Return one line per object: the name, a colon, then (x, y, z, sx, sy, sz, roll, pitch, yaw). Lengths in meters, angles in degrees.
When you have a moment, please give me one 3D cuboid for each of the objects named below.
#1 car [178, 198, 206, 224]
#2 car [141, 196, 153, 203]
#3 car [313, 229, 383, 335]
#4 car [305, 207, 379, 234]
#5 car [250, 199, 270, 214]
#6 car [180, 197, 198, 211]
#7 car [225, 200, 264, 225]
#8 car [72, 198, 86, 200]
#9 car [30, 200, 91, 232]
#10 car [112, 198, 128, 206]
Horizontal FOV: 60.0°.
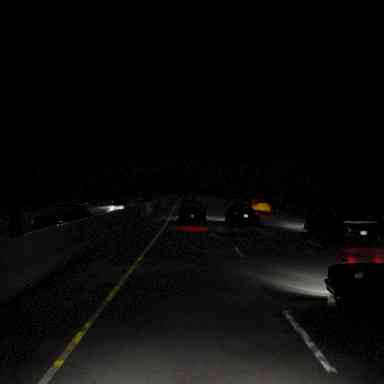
car: (-0.032, 1.450, 24.539, 1.882, 1.535, 5.008, 0, 0, -1)
car: (-8.163, 1.481, 61.059, 2.033, 1.411, 5.357, 0, 0, -1)
car: (3.601, 1.542, 4.287, 2.033, 1.411, 5.357, 0, 0, 0)
car: (7.080, 1.473, 16.177, 2.128, 1.511, 4.902, 0, 0, 0)
car: (6.722, 1.439, 34.624, 1.882, 1.535, 5.008, 0, 0, -2)
car: (-0.479, 1.445, 41.710, 2.128, 1.511, 4.902, 0, 0, -2)
car: (3.485, 1.537, 23.674, 1.994, 1.385, 4.181, 0, 0, -1)
car: (-14.697, 1.478, 42.888, 1.812, 1.442, 4.674, 0, 0, -1)
car: (-7.144, 1.457, 18.572, 1.882, 1.535, 5.008, 0, 0, -1)
car: (-11.460, 1.541, 53.002, 1.895, 1.301, 4.718, 0, 0, -1)
